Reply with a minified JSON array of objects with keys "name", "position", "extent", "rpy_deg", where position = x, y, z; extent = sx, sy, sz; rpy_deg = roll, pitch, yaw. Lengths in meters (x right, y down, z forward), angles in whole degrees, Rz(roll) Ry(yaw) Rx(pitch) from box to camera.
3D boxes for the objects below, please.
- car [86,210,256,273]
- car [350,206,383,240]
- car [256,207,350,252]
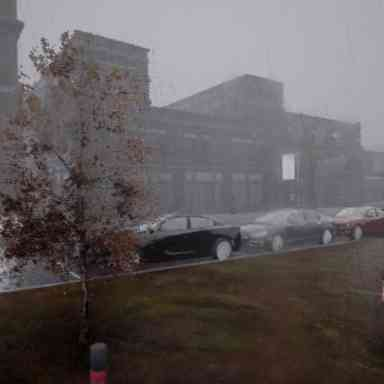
[{"name":"car","position":[-0.727,1.342,10.101],"extent":[5.008,1.535,2.097],"rpy_deg":[1,0,-33]},{"name":"car","position":[8.297,1.457,16.559],"extent":[5.008,1.535,2.097],"rpy_deg":[1,-1,-33]},{"name":"car","position":[3.779,1.410,13.326],"extent":[4.892,1.521,2.231],"rpy_deg":[0,0,-33]}]
